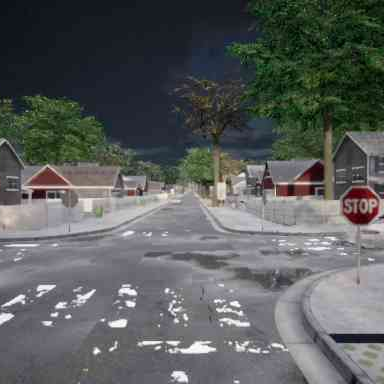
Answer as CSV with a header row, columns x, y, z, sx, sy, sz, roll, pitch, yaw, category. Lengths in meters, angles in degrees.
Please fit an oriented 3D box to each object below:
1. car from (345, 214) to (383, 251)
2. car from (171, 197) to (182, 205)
x,y,z,sx,sy,sz,roll,pitch,yaw,category
7.698,1.385,11.306,4.674,1.442,1.812,-1,0,-1,car
-2.785,1.609,60.585,1.895,1.301,4.718,0,0,0,car
